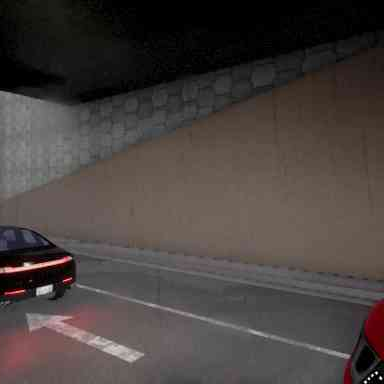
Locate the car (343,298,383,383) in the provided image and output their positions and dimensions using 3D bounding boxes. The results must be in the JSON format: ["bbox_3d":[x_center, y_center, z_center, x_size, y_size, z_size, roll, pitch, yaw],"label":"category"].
[{"bbox_3d":[3.644,1.221,1.345,5.566,2.045,2.150,0,0,35],"label":"car"}]

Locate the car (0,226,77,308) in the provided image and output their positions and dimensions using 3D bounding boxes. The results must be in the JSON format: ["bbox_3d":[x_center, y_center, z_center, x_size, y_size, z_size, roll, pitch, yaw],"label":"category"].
[{"bbox_3d":[-4.533,1.492,7.202,4.902,1.511,2.128,0,0,36],"label":"car"}]
